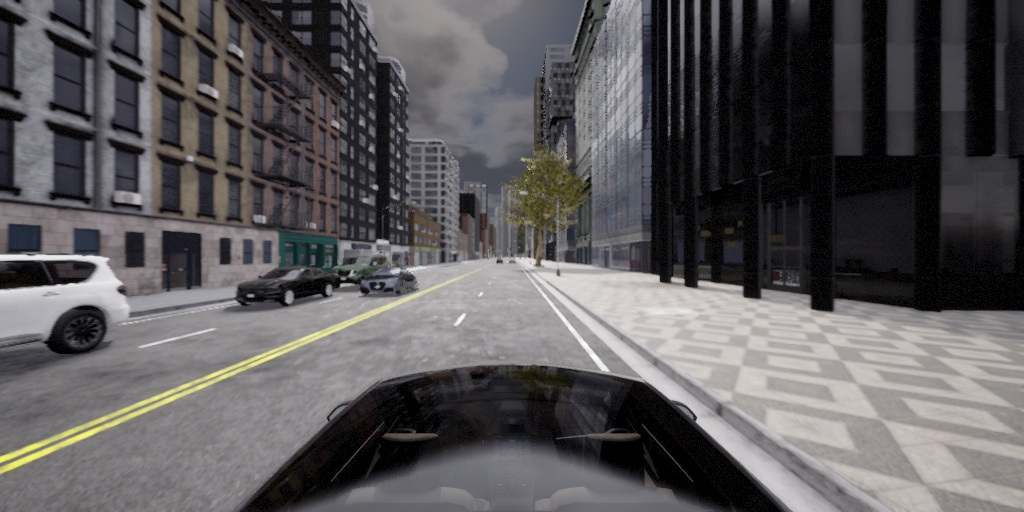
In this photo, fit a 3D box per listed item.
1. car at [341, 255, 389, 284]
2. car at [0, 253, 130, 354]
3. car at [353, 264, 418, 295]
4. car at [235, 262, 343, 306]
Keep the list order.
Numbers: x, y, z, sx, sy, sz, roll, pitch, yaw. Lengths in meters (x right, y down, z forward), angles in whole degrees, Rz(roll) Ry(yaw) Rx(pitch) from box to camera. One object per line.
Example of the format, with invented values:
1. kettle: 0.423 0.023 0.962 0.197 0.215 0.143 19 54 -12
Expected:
1. car: -9.738 0.967 23.478 2.150 2.045 5.566 0 0 0
2. car: -9.843 0.968 5.835 2.150 2.045 5.566 0 0 0
3. car: -6.528 1.310 19.407 1.994 1.385 4.181 0 0 1
4. car: -9.796 1.222 15.968 1.882 1.535 5.008 0 0 1
